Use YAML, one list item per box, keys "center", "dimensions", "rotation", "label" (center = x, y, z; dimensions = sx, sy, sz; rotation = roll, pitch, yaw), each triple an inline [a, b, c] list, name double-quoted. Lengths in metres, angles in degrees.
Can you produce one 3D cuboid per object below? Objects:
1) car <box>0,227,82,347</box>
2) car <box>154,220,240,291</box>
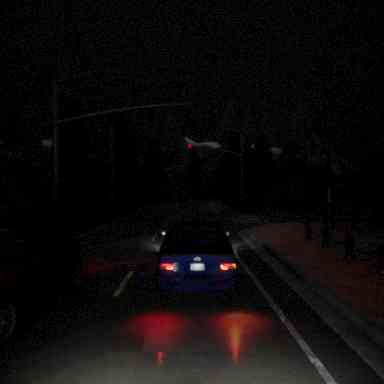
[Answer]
- center: [-3.544, 1.464, 6.314]
  dimensions: [1.812, 1.442, 4.674]
  rotation: [0, 0, 1]
  label: "car"
- center: [0.101, 1.461, 8.906]
  dimensions: [2.033, 1.411, 5.357]
  rotation: [0, 1, 0]
  label: "car"
